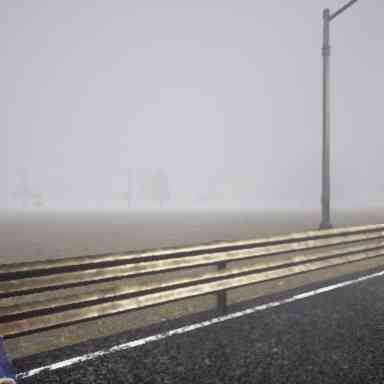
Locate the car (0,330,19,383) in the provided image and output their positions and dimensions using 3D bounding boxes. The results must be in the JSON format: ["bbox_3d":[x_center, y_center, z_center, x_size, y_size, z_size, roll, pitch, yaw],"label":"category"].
[{"bbox_3d":[-3.203,1.344,1.399,4.553,1.767,2.097,0,0,-35],"label":"car"}]
